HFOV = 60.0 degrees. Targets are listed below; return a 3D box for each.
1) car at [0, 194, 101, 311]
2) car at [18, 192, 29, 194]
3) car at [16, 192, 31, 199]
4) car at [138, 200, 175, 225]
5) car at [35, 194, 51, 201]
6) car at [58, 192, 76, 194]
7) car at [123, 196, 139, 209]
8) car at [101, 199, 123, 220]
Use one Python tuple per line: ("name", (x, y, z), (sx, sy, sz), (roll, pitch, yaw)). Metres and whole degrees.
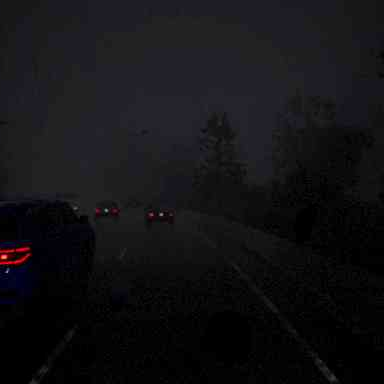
("car", (-3.838, 1.179, 7.743), (2.150, 2.045, 5.566), (0, 0, -4))
("car", (-15.470, 1.168, 30.778), (2.097, 1.767, 4.553), (0, 0, -17))
("car", (-33.918, 0.689, 67.049), (1.837, 1.490, 4.892), (0, 0, -38))
("car", (-2.352, 1.410, 22.623), (2.033, 1.411, 5.357), (0, 0, -11))
("car", (-30.966, 1.103, 68.952), (1.895, 1.301, 4.718), (0, 0, -37))
("car", (-12.332, 1.026, 32.689), (2.150, 2.045, 5.566), (0, 0, -18))
("car", (-7.478, 1.248, 40.557), (2.128, 1.511, 4.902), (0, 0, -20))
("car", (-6.742, 1.390, 26.348), (2.033, 1.411, 5.357), (0, 0, -13))
